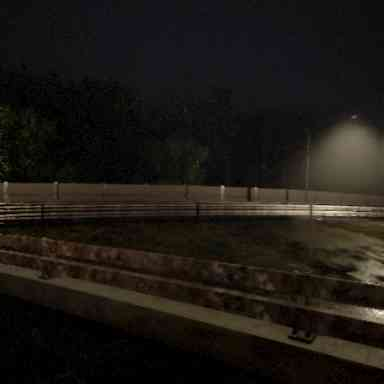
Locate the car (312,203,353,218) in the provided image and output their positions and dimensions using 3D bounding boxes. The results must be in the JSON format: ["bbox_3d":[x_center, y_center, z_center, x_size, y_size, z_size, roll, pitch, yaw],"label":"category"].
[{"bbox_3d":[15.137,2.000,35.897,4.892,1.490,1.837,3,-1,-20],"label":"car"}]
